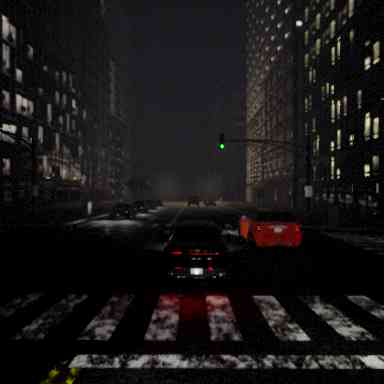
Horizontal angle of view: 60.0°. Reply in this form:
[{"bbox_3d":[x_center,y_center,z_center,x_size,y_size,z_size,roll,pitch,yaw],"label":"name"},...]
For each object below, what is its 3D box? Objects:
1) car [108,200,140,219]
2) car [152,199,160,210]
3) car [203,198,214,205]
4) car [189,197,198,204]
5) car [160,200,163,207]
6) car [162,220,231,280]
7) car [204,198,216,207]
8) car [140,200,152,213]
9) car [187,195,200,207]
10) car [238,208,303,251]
[{"bbox_3d":[-6.485,1.756,31.518,1.812,1.442,4.674,0,0,0],"label":"car"},{"bbox_3d":[-6.396,1.885,50.079,1.812,1.442,4.674,0,0,1],"label":"car"},{"bbox_3d":[3.506,2.038,72.360,2.128,1.511,4.902,0,0,0],"label":"car"},{"bbox_3d":[0.254,1.819,71.864,1.882,1.535,5.008,0,0,0],"label":"car"},{"bbox_3d":[-6.289,1.992,60.066,1.994,1.385,4.181,0,0,0],"label":"car"},{"bbox_3d":[0.133,1.669,10.599,1.837,1.490,4.892,1,1,0],"label":"car"},{"bbox_3d":[3.487,1.976,62.793,1.812,1.442,4.674,0,0,0],"label":"car"},{"bbox_3d":[-6.455,1.800,40.787,1.837,1.490,4.892,0,0,0],"label":"car"},{"bbox_3d":[0.217,1.661,61.478,2.150,2.045,5.566,0,0,0],"label":"car"},{"bbox_3d":[3.412,1.510,15.262,2.097,1.767,4.553,1,1,0],"label":"car"}]
